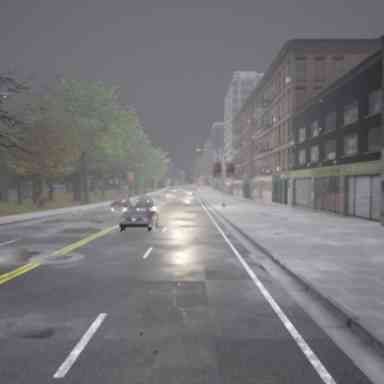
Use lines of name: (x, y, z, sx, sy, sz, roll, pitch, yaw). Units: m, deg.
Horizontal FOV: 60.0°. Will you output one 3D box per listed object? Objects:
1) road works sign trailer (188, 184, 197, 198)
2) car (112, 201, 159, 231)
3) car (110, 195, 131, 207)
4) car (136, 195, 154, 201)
road works sign trailer: (0.035, -0.353, 89.185, 2.380, 3.560, 2.880, 0, 1, 0)
car: (-3.139, 1.510, 20.405, 2.033, 1.411, 5.357, 0, 0, 0)
car: (-9.801, 1.197, 46.053, 2.097, 1.767, 4.553, 0, 0, 0)
car: (-6.551, 1.197, 46.052, 2.097, 1.767, 4.553, 0, 0, 0)
